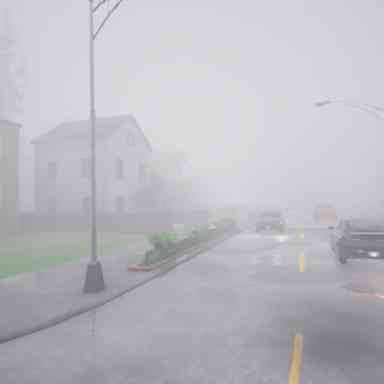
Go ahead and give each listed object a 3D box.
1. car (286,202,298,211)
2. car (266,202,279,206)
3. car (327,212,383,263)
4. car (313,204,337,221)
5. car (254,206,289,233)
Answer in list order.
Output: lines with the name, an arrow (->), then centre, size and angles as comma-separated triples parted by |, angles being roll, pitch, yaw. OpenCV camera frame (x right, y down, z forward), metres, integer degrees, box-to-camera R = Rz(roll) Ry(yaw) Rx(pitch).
car -> 18.891, 2.633, 62.724 | 2.097, 1.767, 4.553 | -2, -2, 19
car -> 21.852, 3.426, 91.272 | 5.357, 1.415, 2.033 | -1, -2, -21
car -> 6.397, 1.719, 12.603 | 1.837, 1.490, 4.892 | -2, -2, 18
car -> 13.695, 1.992, 34.347 | 2.097, 1.767, 4.553 | -2, -2, 19
car -> 5.600, 2.018, 23.435 | 1.837, 1.490, 4.892 | -2, -2, 19
